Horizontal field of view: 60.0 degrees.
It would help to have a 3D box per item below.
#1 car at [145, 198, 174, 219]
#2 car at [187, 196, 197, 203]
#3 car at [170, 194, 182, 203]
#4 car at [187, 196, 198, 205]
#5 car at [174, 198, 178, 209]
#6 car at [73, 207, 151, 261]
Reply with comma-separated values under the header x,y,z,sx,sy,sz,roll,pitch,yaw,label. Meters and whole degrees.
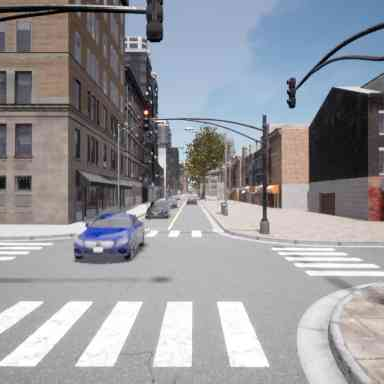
x,y,z,sx,sy,sz,roll,pitch,yaw,label
-2.888,1.487,29.007,1.837,1.490,4.892,0,1,0,car
0.021,1.542,69.244,1.994,1.385,4.181,0,0,0,car
-2.821,1.131,60.071,2.033,1.411,5.357,0,0,0,car
0.028,1.524,58.962,2.033,1.411,5.357,0,0,1,car
-2.892,1.503,44.775,1.812,1.442,4.674,0,0,0,car
-2.864,1.515,12.466,1.812,1.442,4.674,0,0,0,car
